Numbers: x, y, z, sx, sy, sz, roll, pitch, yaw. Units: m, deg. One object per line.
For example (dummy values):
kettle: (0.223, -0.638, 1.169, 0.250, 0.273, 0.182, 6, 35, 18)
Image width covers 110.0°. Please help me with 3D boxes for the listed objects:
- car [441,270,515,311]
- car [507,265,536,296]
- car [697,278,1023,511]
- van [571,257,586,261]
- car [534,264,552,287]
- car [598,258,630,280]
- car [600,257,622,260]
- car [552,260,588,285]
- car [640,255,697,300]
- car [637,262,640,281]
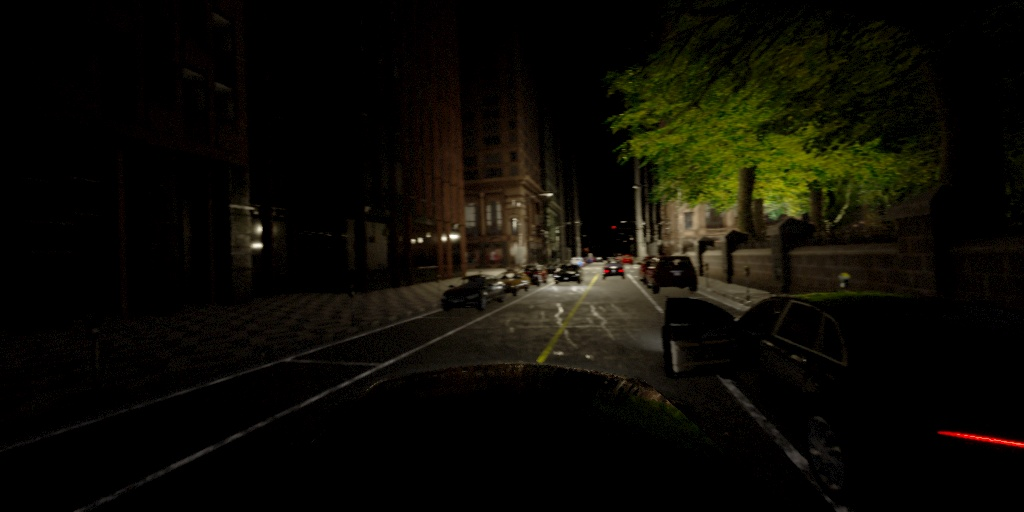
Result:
car: (-1.512, 1.491, 15.507, 2.007, 1.370, 4.403, 0, 0, 15)
car: (-0.093, 1.455, 20.670, 1.751, 1.417, 4.829, 0, 0, 15)
car: (3.692, 1.129, 3.948, 1.837, 1.490, 4.892, -2, -1, 15)
van: (11.403, 1.170, 62.520, 1.690, 1.789, 3.998, 0, 0, 15)
car: (1.415, 1.357, 26.162, 1.967, 1.591, 4.097, 0, 0, 15)
car: (8.644, 1.211, 30.569, 2.033, 1.411, 5.357, -2, 0, 16)
car: (11.317, 1.203, 40.569, 1.994, 1.385, 4.181, -2, 0, 15)
car: (4.297, 1.311, 26.683, 1.837, 1.490, 4.892, -2, -1, 15)
car: (8.168, 0.897, 18.588, 2.192, 1.841, 5.009, 0, 0, 15)
car: (9.632, 0.884, 23.915, 2.192, 1.841, 5.009, 0, 0, 15)
